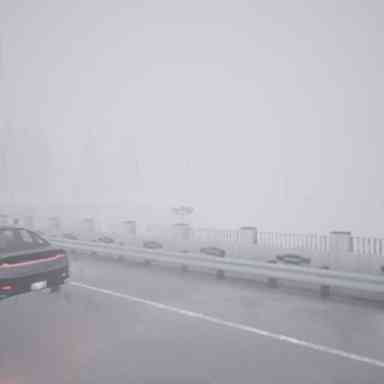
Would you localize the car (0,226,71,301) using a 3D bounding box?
[{"bbox_3d":[-4.797,1.544,7.638,4.902,1.511,2.128,-1,0,37],"label":"car"}]
